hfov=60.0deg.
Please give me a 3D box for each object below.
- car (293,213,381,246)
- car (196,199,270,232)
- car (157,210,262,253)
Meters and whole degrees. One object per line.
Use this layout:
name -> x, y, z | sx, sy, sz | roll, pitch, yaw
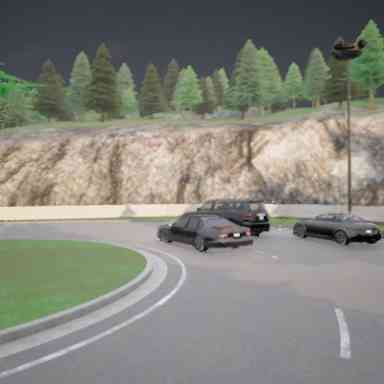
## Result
car -> 6.906, 1.704, 16.267 | 1.994, 1.385, 4.181 | 0, -1, -22
car -> 1.689, 1.418, 18.579 | 2.150, 2.045, 5.566 | 1, -2, -41
car -> 0.346, 1.710, 14.749 | 2.033, 1.411, 5.357 | 0, -1, -32
